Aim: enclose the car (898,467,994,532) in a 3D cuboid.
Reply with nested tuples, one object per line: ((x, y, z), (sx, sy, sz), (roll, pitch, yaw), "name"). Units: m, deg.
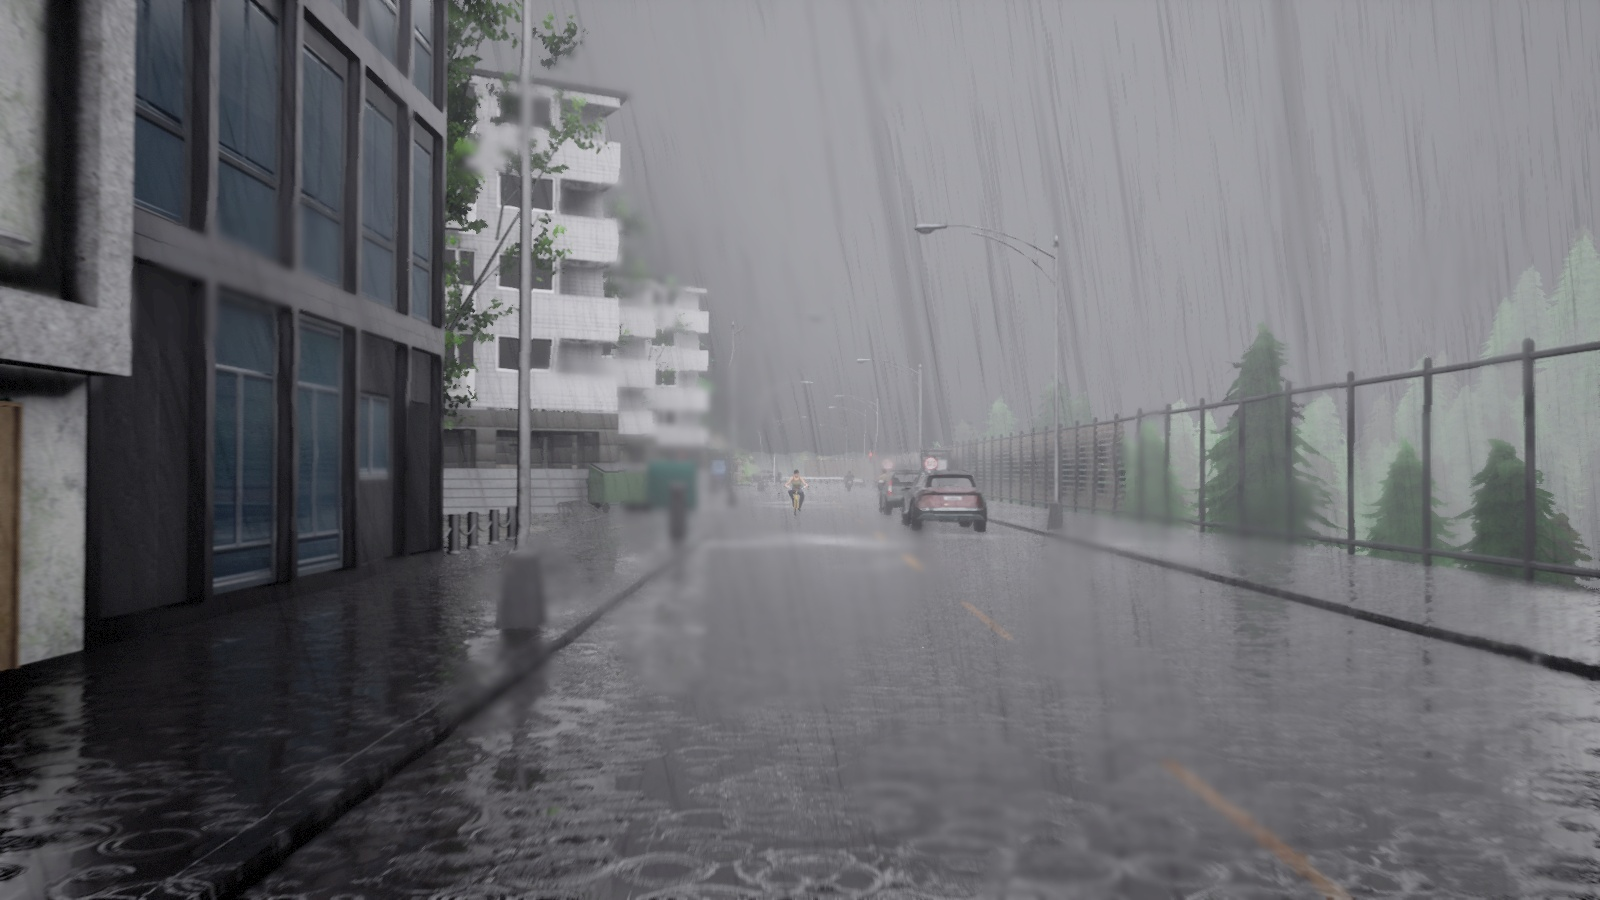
((3.910, 1.305, 34.412), (2.033, 1.649, 4.856), (0, -1, 0), "car")

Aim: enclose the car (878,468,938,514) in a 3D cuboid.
((3.881, 1.463, 45.752), (1.851, 1.617, 3.988), (0, -1, 0), "car")
